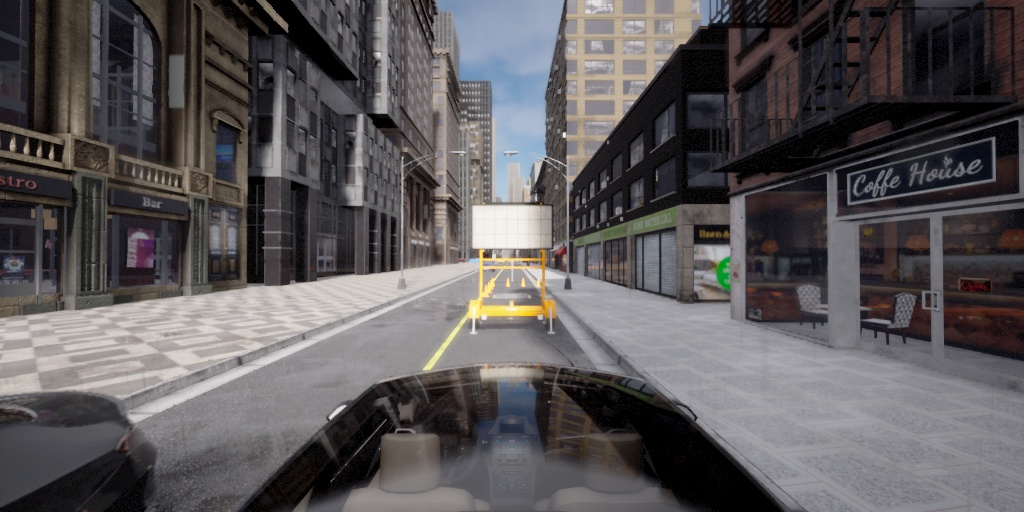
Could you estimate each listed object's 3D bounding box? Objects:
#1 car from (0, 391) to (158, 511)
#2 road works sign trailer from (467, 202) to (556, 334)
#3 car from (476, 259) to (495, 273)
[{"bbox_3d":[-3.101,1.275,0.298,1.812,1.442,4.674,0,0,0],"label":"car"},{"bbox_3d":[0.011,0.216,10.613,2.380,3.560,2.880,0,0,0],"label":"road works sign trailer"},{"bbox_3d":[-3.067,1.321,44.341,1.812,1.442,4.674,0,0,0],"label":"car"}]
